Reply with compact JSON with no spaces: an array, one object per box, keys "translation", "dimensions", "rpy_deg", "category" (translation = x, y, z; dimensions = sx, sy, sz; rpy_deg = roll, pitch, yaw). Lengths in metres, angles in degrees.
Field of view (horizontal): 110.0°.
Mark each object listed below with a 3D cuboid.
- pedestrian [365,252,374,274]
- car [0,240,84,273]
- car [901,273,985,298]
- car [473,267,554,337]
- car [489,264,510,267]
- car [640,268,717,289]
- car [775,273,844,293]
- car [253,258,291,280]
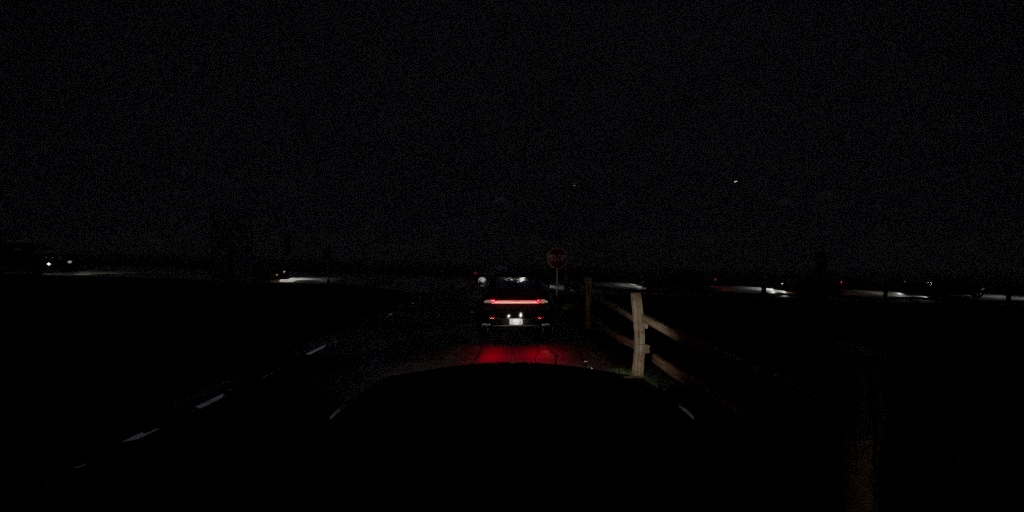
[{"translation":[-12.092,0.529,30.438],"dimensions":[0.375,1.860,0.375],"rpy_deg":[0,1,0],"category":"pedestrian"},{"translation":[-33.006,-0.017,24.522],"dimensions":[5.566,2.045,2.150],"rpy_deg":[2,3,0],"category":"car"},{"translation":[32.686,2.080,27.290],"dimensions":[4.553,1.767,2.097],"rpy_deg":[2,3,0],"category":"car"},{"translation":[0.076,1.234,10.328],"dimensions":[2.128,1.511,4.902],"rpy_deg":[0,0,0],"category":"car"},{"translation":[-0.565,1.260,24.475],"dimensions":[4.181,1.385,1.994],"rpy_deg":[0,0,0],"category":"car"},{"translation":[12.675,1.658,27.362],"dimensions":[5.357,1.411,2.033],"rpy_deg":[2,3,0],"category":"car"},{"translation":[22.611,1.985,27.334],"dimensions":[4.181,1.385,1.994],"rpy_deg":[2,3,0],"category":"car"},{"translation":[-17.553,0.835,24.498],"dimensions":[4.181,1.385,1.994],"rpy_deg":[2,3,0],"category":"car"}]
